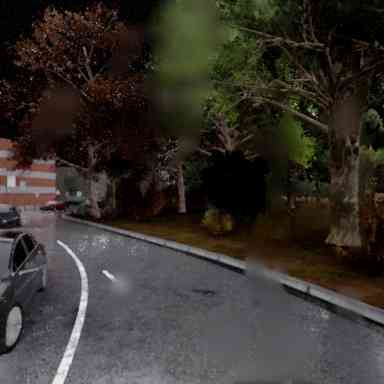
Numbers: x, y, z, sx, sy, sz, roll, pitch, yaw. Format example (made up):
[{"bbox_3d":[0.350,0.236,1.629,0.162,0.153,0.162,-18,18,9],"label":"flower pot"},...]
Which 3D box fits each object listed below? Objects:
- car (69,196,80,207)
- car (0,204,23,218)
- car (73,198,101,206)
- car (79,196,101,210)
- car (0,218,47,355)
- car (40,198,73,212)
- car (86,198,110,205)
[{"bbox_3d":[-21.440,1.769,60.539,5.566,2.045,2.435,0,0,6],"label":"car"},{"bbox_3d":[-13.285,1.667,23.528,1.837,1.490,4.892,0,-1,-32],"label":"car"},{"bbox_3d":[-20.821,2.061,66.156,5.008,1.535,2.097,0,0,6],"label":"car"},{"bbox_3d":[-14.716,1.809,50.390,2.097,1.767,4.553,0,-1,6],"label":"car"},{"bbox_3d":[-3.820,1.521,5.952,1.837,1.490,4.892,0,1,-16],"label":"car"},{"bbox_3d":[-18.609,1.885,45.099,1.882,1.535,5.008,0,-1,6],"label":"car"},{"bbox_3d":[-20.223,2.138,71.774,4.674,1.452,2.002,0,0,6],"label":"car"}]
